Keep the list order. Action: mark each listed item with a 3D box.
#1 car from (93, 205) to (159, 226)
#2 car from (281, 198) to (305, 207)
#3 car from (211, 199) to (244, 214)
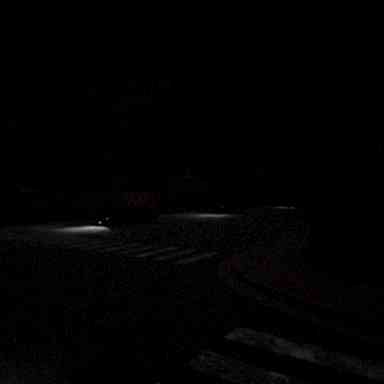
[{"bbox_3d":[-4.862,1.740,25.402,2.033,1.411,5.357,-1,0,36],"label":"car"},{"bbox_3d":[16.356,1.612,53.646,2.033,1.411,5.357,-1,0,42],"label":"car"},{"bbox_3d":[4.048,1.614,37.482,1.882,1.535,5.008,-1,0,36],"label":"car"}]
